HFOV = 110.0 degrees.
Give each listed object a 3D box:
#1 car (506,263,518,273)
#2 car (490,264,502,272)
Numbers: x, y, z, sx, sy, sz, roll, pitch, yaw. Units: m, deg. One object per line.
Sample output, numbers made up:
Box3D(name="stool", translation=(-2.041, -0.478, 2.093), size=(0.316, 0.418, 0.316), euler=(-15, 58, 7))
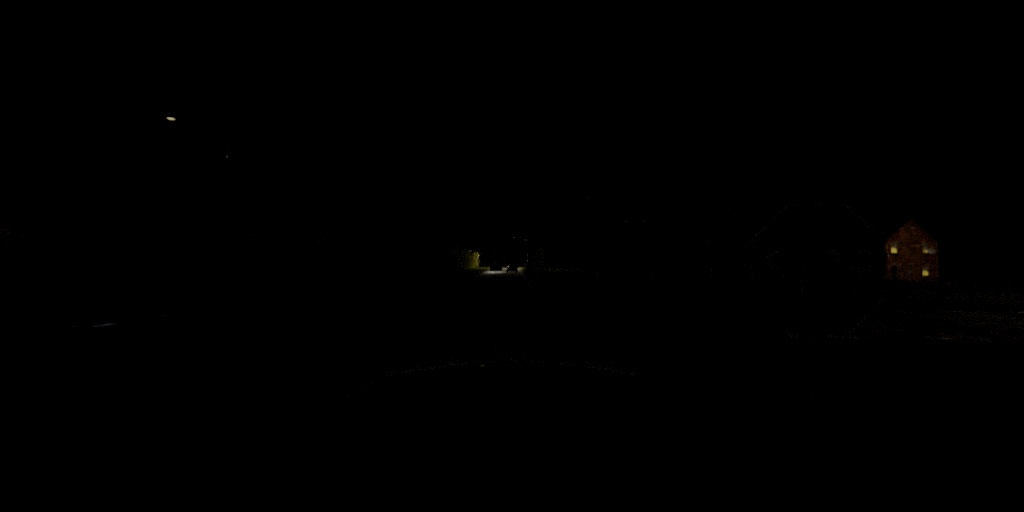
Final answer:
Box3D(name="car", translation=(-0.008, 1.939, 58.192), size=(2.033, 1.411, 5.357), euler=(0, -1, 0))
Box3D(name="car", translation=(-2.759, 2.017, 63.221), size=(1.994, 1.385, 4.181), euler=(0, -1, 0))
